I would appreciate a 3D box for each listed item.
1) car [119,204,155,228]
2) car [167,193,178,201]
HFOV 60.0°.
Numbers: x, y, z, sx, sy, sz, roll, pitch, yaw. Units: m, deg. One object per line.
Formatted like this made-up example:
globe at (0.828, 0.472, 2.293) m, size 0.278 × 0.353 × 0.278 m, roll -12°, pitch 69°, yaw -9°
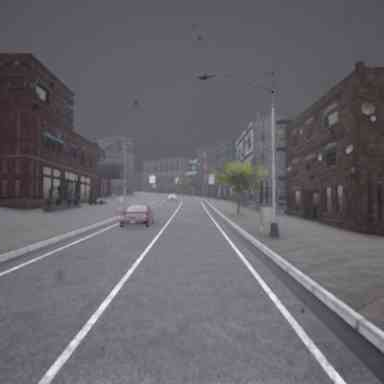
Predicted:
car at (-3.617, 1.553, 22.561) m, size 1.812 × 1.442 × 4.674 m, roll 0°, pitch 0°, yaw 0°
car at (-3.763, 1.004, 64.486) m, size 1.812 × 1.442 × 4.674 m, roll 0°, pitch 1°, yaw -1°
